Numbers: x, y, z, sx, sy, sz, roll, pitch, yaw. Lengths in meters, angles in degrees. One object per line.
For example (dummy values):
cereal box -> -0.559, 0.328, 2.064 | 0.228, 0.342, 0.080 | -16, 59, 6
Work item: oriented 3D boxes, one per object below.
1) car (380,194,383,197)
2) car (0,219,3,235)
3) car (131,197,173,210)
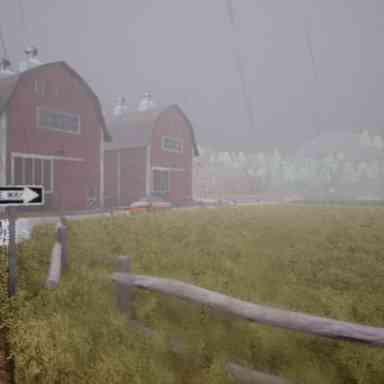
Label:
car -> 47.324, 1.267, 78.958 | 4.605, 1.855, 1.932 | 0, 0, 35
car -> -8.925, 1.381, 12.941 | 1.882, 1.535, 5.008 | 0, 0, -15
car -> -3.569, 1.212, 30.959 | 2.097, 1.767, 4.553 | 0, 0, 32
